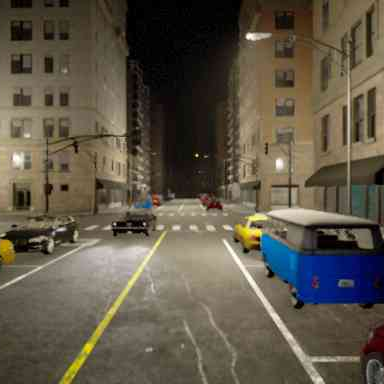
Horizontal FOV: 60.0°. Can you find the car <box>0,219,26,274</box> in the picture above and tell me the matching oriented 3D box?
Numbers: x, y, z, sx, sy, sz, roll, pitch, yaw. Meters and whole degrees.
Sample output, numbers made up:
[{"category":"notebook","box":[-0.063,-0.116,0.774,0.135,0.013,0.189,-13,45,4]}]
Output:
[{"category":"car","box":[-5.858,1.530,7.413,1.752,1.417,4.829,0,0,0]}]

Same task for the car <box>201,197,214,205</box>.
[{"category":"car","box":[2.652,1.557,57.221,1.947,1.339,4.313,0,0,0]}]

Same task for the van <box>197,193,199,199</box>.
[{"category":"van","box":[2.647,1.307,73.976,1.690,1.788,3.998,0,0,0]}]

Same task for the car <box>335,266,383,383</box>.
[{"category":"car","box":[2.669,1.582,1.931,1.802,1.307,4.206,0,0,0]}]

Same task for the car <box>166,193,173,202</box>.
[{"category":"car","box":[-5.878,1.515,73.963,1.887,1.381,4.507,0,0,0]}]

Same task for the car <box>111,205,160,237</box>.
[{"category":"car","box":[-3.004,1.627,18.193,1.895,1.301,4.718,0,0,0]}]

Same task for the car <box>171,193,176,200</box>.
[{"category":"car","box":[-5.882,1.514,85.136,1.947,1.339,4.313,0,0,0]}]

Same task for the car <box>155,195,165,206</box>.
[{"category":"car","box":[-5.872,1.314,51.618,2.192,1.841,5.009,0,0,0]}]

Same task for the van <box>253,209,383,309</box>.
[{"category":"van","box":[2.667,1.342,7.601,1.690,1.788,3.998,0,0,0]}]

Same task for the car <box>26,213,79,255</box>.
[{"category":"car","box":[-5.860,1.555,13.250,2.008,1.369,4.403,0,0,0]}]

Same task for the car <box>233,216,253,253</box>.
[{"category":"car","box":[2.665,1.526,13.441,1.752,1.417,4.829,0,0,0]}]

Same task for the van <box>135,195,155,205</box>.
[{"category":"van","box":[-5.869,1.344,40.446,1.690,1.788,3.998,0,0,0]}]

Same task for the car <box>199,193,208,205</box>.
[{"category":"car","box":[2.653,1.310,51.636,2.192,1.841,5.009,0,0,0]}]

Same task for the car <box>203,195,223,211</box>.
[{"category":"car","box":[2.657,1.440,40.466,1.967,1.590,4.097,0,0,0]}]
